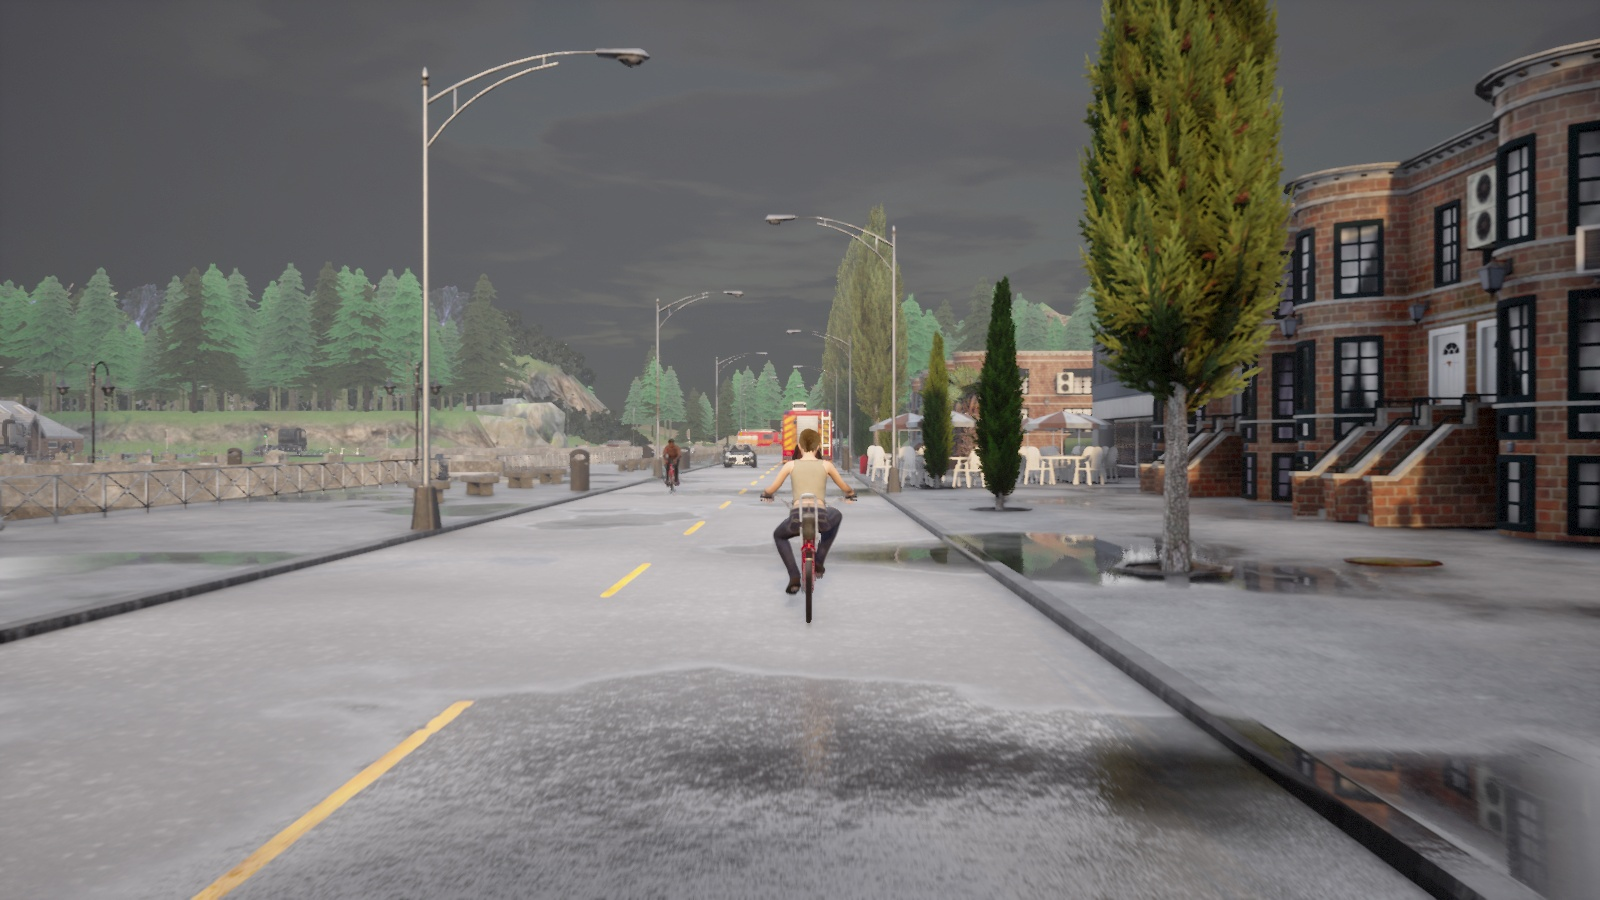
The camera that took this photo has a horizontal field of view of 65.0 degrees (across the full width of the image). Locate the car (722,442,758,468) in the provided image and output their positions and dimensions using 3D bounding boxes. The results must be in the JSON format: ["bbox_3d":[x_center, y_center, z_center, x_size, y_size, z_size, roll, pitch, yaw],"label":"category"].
[{"bbox_3d":[-3.566,0.284,75.502,1.970,1.475,3.806,0,0,0],"label":"car"}]

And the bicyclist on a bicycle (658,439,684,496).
[{"bbox_3d":[-3.780,0.488,36.884,0.582,1.620,1.656,0,1,0],"label":"bicyclist on a bicycle"}]

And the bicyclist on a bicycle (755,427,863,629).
[{"bbox_3d":[0.075,0.622,10.807,0.866,1.612,1.509,0,0,0],"label":"bicyclist on a bicycle"}]

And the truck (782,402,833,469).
[{"bbox_3d":[0.432,-0.841,75.162,2.891,3.827,8.468,0,0,0],"label":"truck"}]
